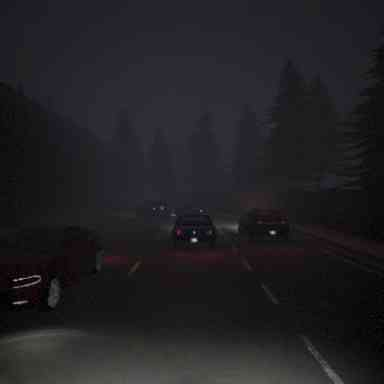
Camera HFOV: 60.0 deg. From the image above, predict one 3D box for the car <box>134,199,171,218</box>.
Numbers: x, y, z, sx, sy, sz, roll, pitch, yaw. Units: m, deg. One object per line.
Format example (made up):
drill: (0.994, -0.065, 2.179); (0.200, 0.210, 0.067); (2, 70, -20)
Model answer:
car: (-3.962, 1.577, 32.611); (2.097, 1.767, 4.553); (0, 0, -34)

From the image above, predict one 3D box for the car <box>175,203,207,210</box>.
car: (-0.146, 1.795, 33.544); (1.994, 1.385, 4.181); (0, -1, -31)

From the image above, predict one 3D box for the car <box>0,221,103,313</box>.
car: (-3.599, 1.534, 8.066); (1.882, 1.535, 5.008); (0, 0, 0)

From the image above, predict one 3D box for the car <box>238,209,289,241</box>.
car: (3.578, 1.610, 17.185); (2.128, 1.511, 4.902); (0, 0, 0)

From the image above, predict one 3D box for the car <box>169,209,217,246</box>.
car: (0.088, 1.712, 15.984); (1.895, 1.301, 4.718); (0, 0, 0)
